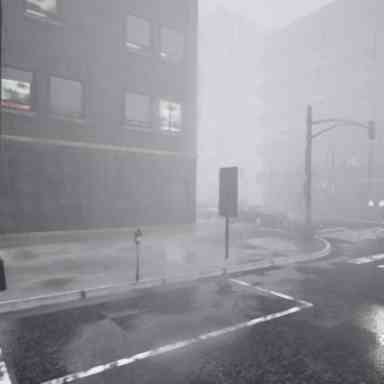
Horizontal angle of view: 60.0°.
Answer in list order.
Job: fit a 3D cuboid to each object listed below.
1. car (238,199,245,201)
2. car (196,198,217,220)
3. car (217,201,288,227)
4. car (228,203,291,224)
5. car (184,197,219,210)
[{"bbox_3d":[4.355,1.396,36.604,1.967,1.590,4.097,2,0,-36],"label":"car"},{"bbox_3d":[0.943,1.447,27.056,1.752,1.417,4.829,2,0,-36],"label":"car"},{"bbox_3d":[4.122,1.548,22.695,2.008,1.369,4.403,2,0,-36],"label":"car"},{"bbox_3d":[5.071,1.606,25.769,1.895,1.301,4.718,1,0,-36],"label":"car"},{"bbox_3d":[1.072,1.428,41.102,2.008,1.369,4.403,2,0,-36],"label":"car"}]
